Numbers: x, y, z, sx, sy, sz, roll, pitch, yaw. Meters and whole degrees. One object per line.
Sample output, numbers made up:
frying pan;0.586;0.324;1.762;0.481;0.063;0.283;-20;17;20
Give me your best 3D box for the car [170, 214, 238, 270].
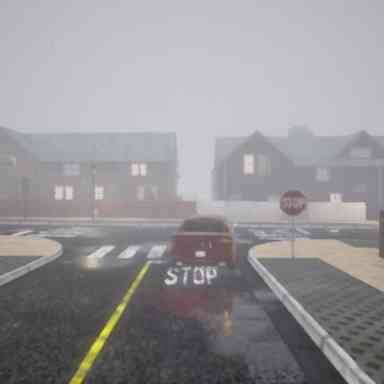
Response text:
car;0.512;1.476;11.195;1.882;1.535;5.008;0;0;7
